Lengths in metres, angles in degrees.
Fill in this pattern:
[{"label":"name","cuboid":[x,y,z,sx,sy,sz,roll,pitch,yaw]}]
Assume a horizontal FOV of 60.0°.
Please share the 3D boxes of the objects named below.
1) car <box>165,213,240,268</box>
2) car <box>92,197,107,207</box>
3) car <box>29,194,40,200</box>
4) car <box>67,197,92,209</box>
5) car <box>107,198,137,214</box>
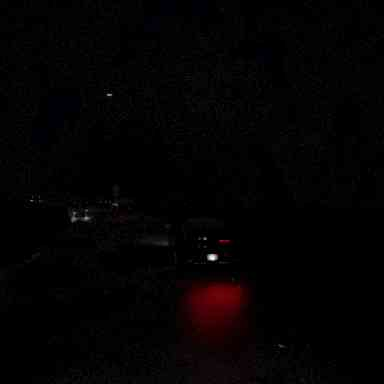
[{"label":"car","cuboid":[0.225,1.487,11.243,1.837,1.490,4.892,0,0,-8]},{"label":"car","cuboid":[-12.570,1.330,45.341,2.033,1.411,5.357,1,0,-33]},{"label":"car","cuboid":[-35.792,1.083,75.563,1.882,1.535,5.008,1,-1,-33]},{"label":"car","cuboid":[-14.349,1.364,41.593,1.895,1.301,4.718,1,0,-29]},{"label":"car","cuboid":[-6.959,1.359,33.865,1.882,1.535,5.008,1,0,-24]}]
